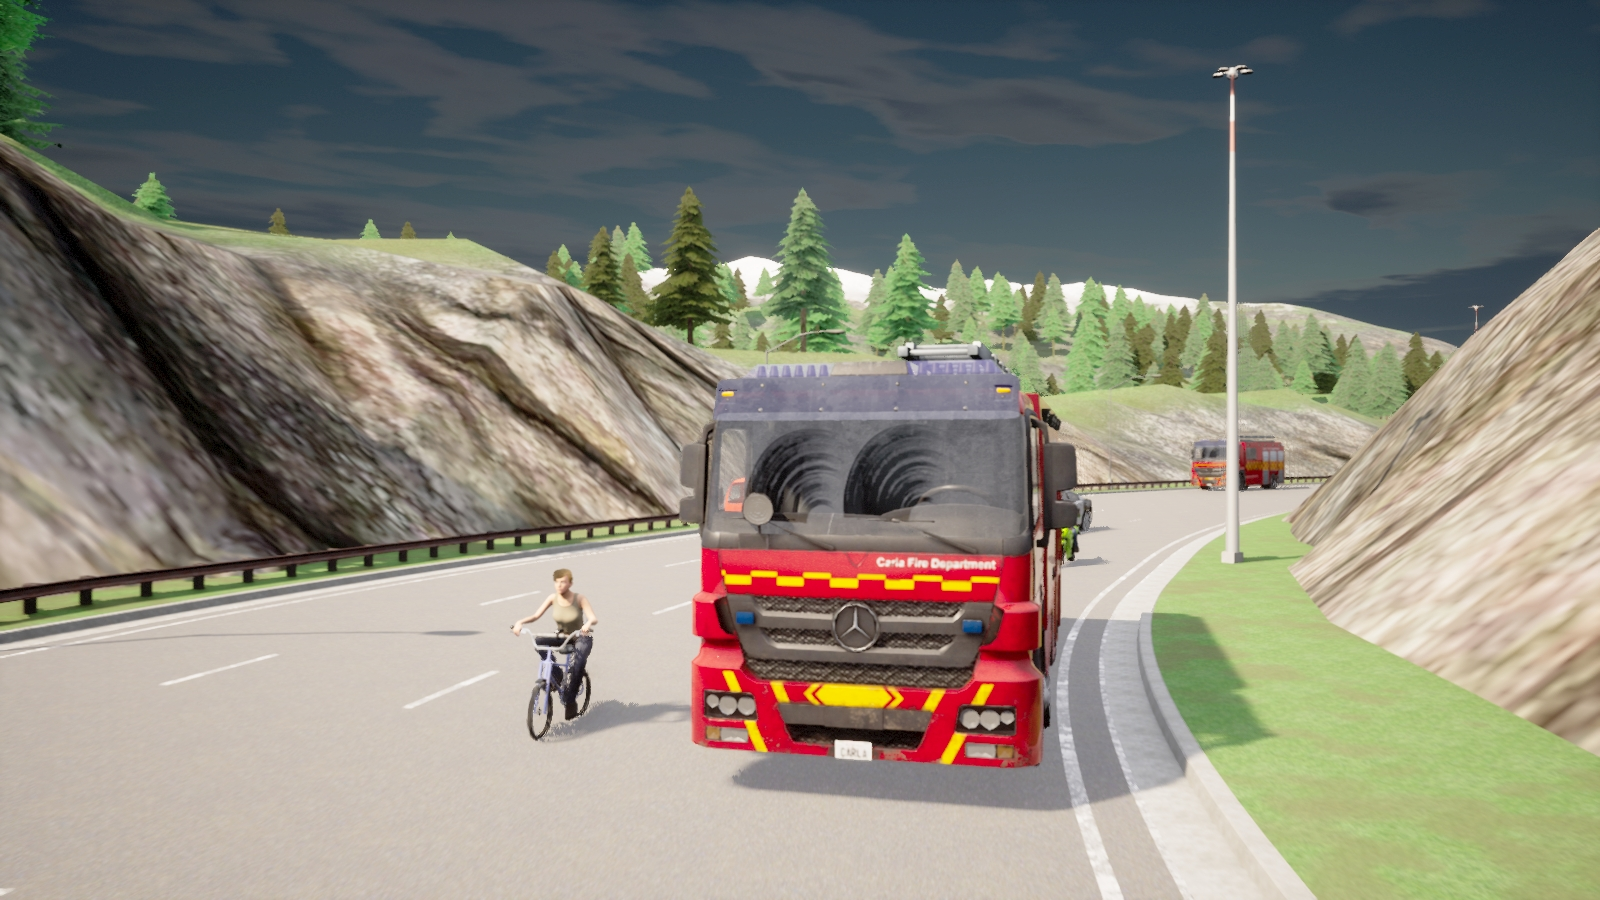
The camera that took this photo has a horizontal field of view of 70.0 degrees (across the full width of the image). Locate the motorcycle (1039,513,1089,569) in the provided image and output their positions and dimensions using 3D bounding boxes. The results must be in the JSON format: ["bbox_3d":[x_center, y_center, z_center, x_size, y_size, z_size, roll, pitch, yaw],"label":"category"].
[{"bbox_3d":[6.461,2.193,27.873,0.803,1.199,2.033,0,-1,24],"label":"motorcycle"}]

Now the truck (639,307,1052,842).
[{"bbox_3d":[1.181,0.893,12.641,2.891,3.827,8.468,0,0,14],"label":"truck"}]

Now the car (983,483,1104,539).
[{"bbox_3d":[8.355,1.990,38.776,2.097,1.638,5.238,0,0,36],"label":"car"}]

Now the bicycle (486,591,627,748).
[{"bbox_3d":[-2.419,2.160,11.538,0.859,1.277,1.487,0,0,12],"label":"bicycle"}]
